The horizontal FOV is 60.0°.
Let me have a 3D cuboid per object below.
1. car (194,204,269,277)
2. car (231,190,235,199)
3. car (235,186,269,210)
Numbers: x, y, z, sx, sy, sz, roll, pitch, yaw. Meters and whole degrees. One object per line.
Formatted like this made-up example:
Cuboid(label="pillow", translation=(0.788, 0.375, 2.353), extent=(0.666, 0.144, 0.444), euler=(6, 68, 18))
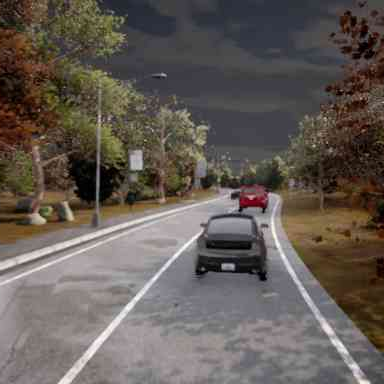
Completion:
Cuboid(label="car", translation=(1.231, 1.393, 10.051), extent=(1.837, 1.490, 4.892), euler=(0, 2, 10))
Cuboid(label="car", translation=(6.633, 0.321, 47.086), extent=(1.895, 1.301, 4.718), euler=(0, 2, 14))
Cuboid(label="car", translation=(5.290, 0.512, 28.248), extent=(2.150, 2.045, 5.566), euler=(0, 2, 16))
